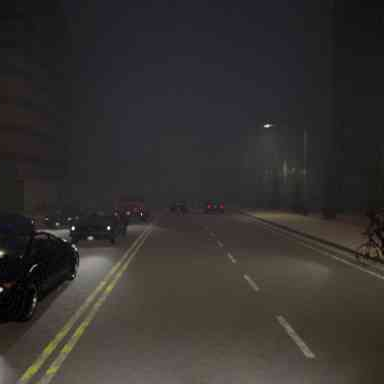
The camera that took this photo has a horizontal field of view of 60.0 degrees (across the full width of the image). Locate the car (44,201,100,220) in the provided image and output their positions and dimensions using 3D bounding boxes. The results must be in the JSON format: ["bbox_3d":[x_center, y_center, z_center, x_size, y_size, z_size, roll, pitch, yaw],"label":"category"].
[{"bbox_3d":[-7.991,1.488,22.111,2.033,1.411,5.357,0,0,-3],"label":"car"}]

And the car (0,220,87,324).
[{"bbox_3d":[-3.847,1.545,6.976,1.994,1.385,4.181,0,0,-2],"label":"car"}]

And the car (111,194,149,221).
[{"bbox_3d":[-4.659,1.150,26.409,2.150,2.045,5.566,0,0,-3],"label":"car"}]

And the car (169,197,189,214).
[{"bbox_3d":[-1.368,1.397,34.597,2.128,1.511,4.902,0,0,-2],"label":"car"}]

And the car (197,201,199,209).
[{"bbox_3d":[1.688,1.481,43.841,1.895,1.301,4.718,0,0,-2],"label":"car"}]

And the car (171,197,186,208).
[{"bbox_3d":[-1.902,1.420,46.489,2.033,1.411,5.357,0,0,-2],"label":"car"}]

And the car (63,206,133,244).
[{"bbox_3d":[-4.218,1.558,15.728,1.895,1.301,4.718,0,0,-2],"label":"car"}]

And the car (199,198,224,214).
[{"bbox_3d":[2.147,1.453,34.207,2.033,1.411,5.357,0,0,-2],"label":"car"}]

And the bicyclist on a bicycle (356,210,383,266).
[{"bbox_3d":[5.600,1.332,9.904,1.656,1.620,0.582,-9,1,-2],"label":"bicyclist on a bicycle"}]

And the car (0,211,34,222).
[{"bbox_3d":[-7.572,1.445,12.206,1.882,1.535,5.008,0,0,-3],"label":"car"}]

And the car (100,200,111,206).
[{"bbox_3d":[-8.376,1.478,32.021,1.994,1.385,4.181,0,0,-2],"label":"car"}]
